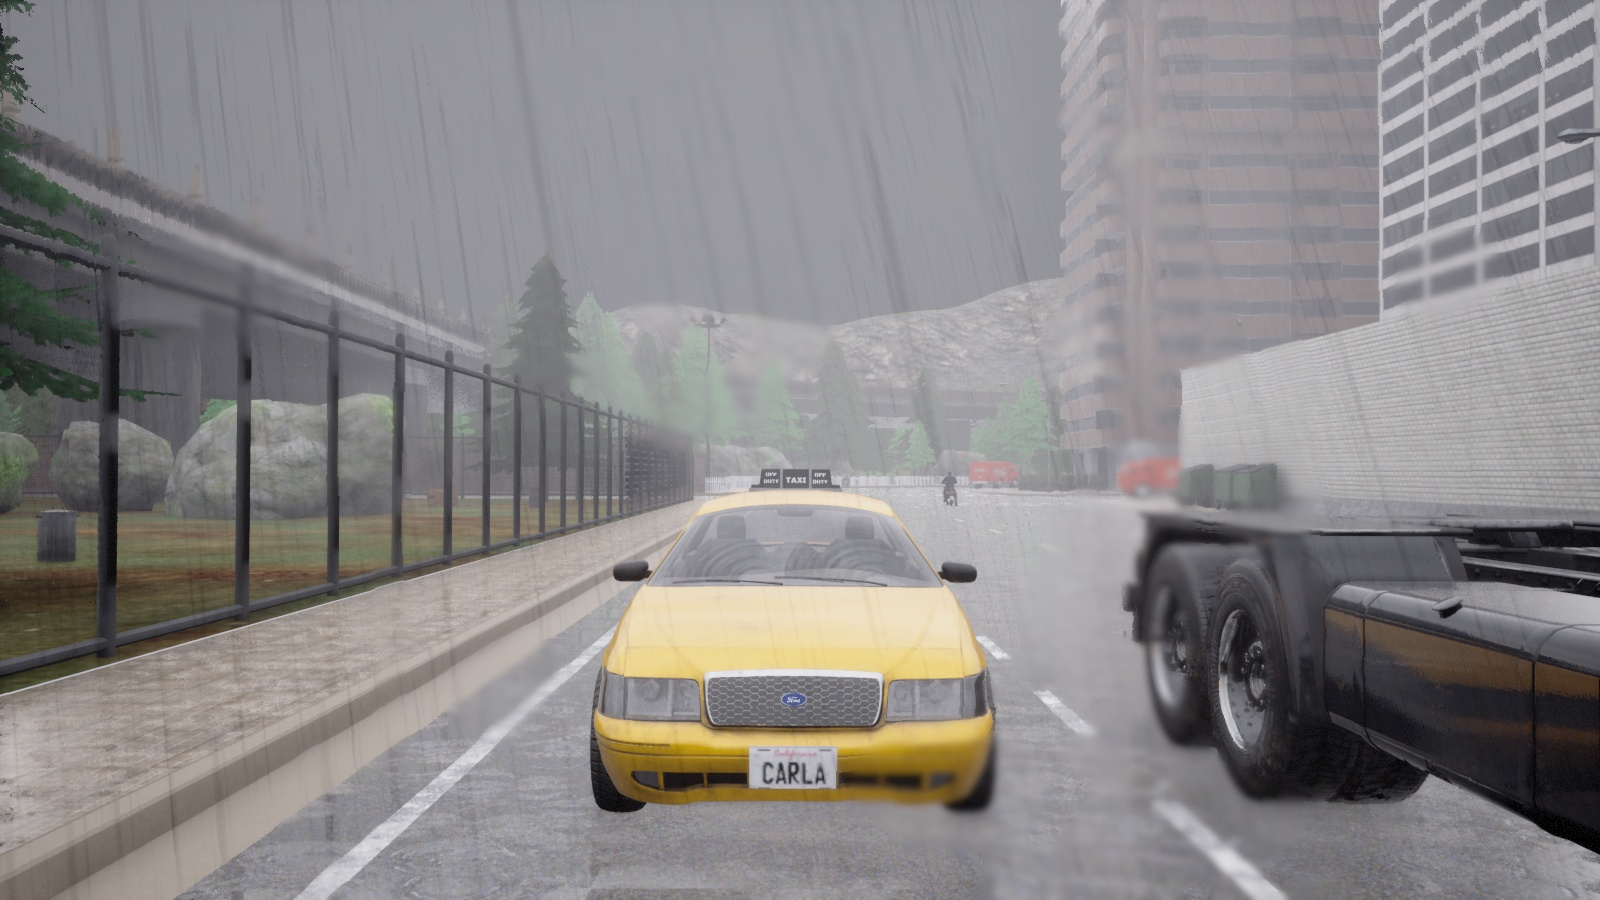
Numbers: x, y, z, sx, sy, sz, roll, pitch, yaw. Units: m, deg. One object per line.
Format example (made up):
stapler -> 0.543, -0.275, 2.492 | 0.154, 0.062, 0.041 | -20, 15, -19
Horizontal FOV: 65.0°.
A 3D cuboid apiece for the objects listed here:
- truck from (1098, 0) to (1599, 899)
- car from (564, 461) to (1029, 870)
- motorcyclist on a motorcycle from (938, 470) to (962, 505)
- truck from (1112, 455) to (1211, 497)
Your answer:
truck -> 3.483, -0.105, 4.529 | 2.891, 3.462, 7.936 | 0, -1, 0
car -> -0.022, 0.880, 7.560 | 1.801, 1.575, 5.366 | 0, -1, 0
motorcyclist on a motorcycle -> 6.835, 1.700, 57.291 | 0.866, 1.590, 1.817 | 0, -1, 0
truck -> 21.731, 1.571, 75.577 | 5.204, 2.467, 2.627 | 0, -1, 0
